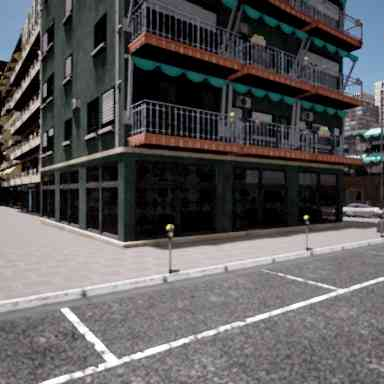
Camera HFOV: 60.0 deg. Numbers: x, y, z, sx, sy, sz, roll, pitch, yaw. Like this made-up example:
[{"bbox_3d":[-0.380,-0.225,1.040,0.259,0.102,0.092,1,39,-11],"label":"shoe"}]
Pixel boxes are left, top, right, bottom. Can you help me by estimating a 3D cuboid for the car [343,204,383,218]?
[{"bbox_3d":[16.578,1.790,32.233,1.895,1.301,4.718,0,-1,-36],"label":"car"}]
